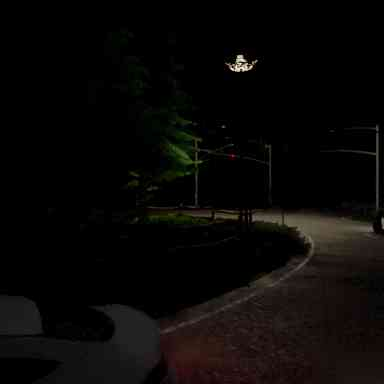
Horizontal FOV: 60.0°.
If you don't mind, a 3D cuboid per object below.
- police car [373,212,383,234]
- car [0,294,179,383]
[{"bbox_3d":[10.582,1.504,16.319,2.038,1.542,4.974,0,0,11],"label":"police car"},{"bbox_3d":[-2.260,1.526,1.990,4.674,1.442,1.812,0,0,-36],"label":"car"}]
